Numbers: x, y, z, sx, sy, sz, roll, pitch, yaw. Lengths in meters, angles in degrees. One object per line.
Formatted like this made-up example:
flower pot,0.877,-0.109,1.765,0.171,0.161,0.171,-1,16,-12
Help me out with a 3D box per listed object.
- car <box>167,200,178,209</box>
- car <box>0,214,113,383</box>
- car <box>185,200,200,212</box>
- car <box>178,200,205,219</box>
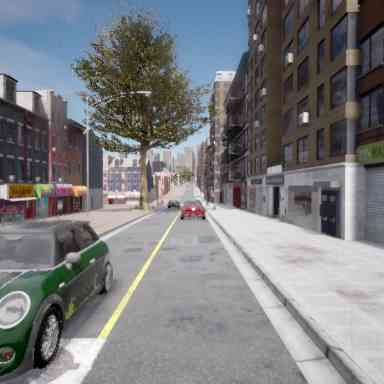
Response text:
car,-2.896,1.949,52.908,2.033,1.411,5.357,0,-1,0
car,-2.863,1.352,5.716,2.097,1.767,4.553,0,0,0
car,0.021,1.782,43.638,1.837,1.490,4.892,0,-1,0
car,0.048,1.479,30.248,2.097,1.767,4.553,0,0,-2
